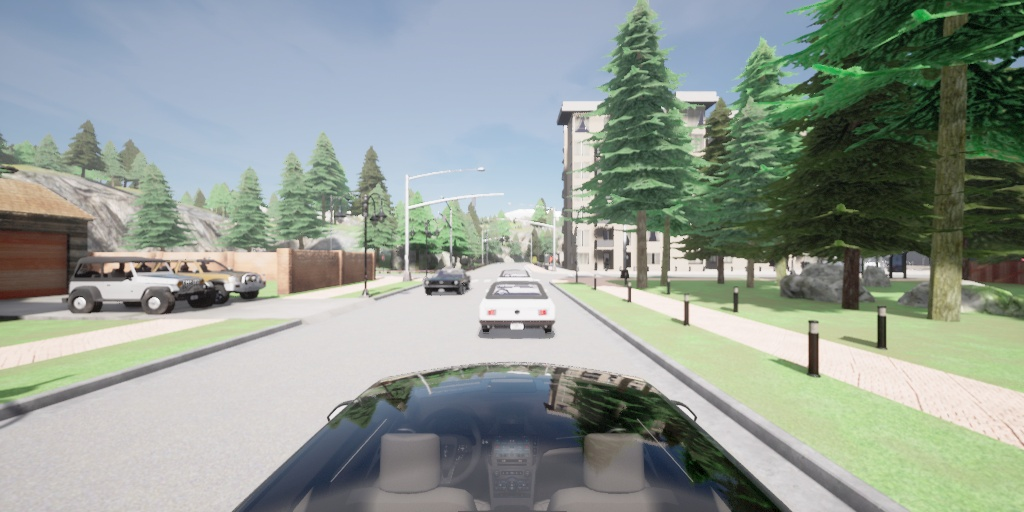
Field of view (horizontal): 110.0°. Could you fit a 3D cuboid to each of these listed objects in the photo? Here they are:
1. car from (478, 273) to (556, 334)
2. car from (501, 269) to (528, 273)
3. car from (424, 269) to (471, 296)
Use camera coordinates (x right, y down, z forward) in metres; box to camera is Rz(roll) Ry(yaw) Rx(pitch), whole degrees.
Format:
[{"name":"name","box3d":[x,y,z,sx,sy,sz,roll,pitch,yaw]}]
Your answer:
[{"name":"car","box3d":[0.133,1.375,10.733,1.895,1.301,4.718,0,0,0]},{"name":"car","box3d":[0.164,1.401,20.372,1.895,1.301,4.718,0,0,0]},{"name":"car","box3d":[-3.461,1.400,19.916,1.895,1.301,4.718,0,0,1]}]
